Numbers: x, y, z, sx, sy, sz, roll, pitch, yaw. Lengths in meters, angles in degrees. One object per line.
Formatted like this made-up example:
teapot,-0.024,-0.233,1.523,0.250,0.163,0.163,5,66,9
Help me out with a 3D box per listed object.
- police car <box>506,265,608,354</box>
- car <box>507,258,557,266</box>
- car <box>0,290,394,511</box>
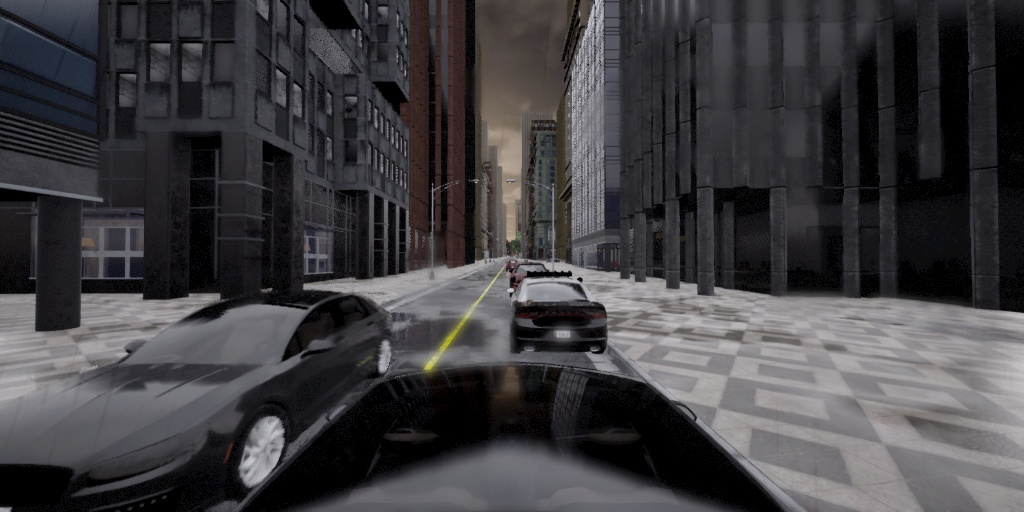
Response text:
police car,0.907,1.177,8.902,1.930,1.638,5.238,0,0,0
car,0.918,1.100,18.763,2.097,1.767,4.553,0,0,0
car,-2.998,1.255,4.506,1.837,1.490,4.892,0,0,0
